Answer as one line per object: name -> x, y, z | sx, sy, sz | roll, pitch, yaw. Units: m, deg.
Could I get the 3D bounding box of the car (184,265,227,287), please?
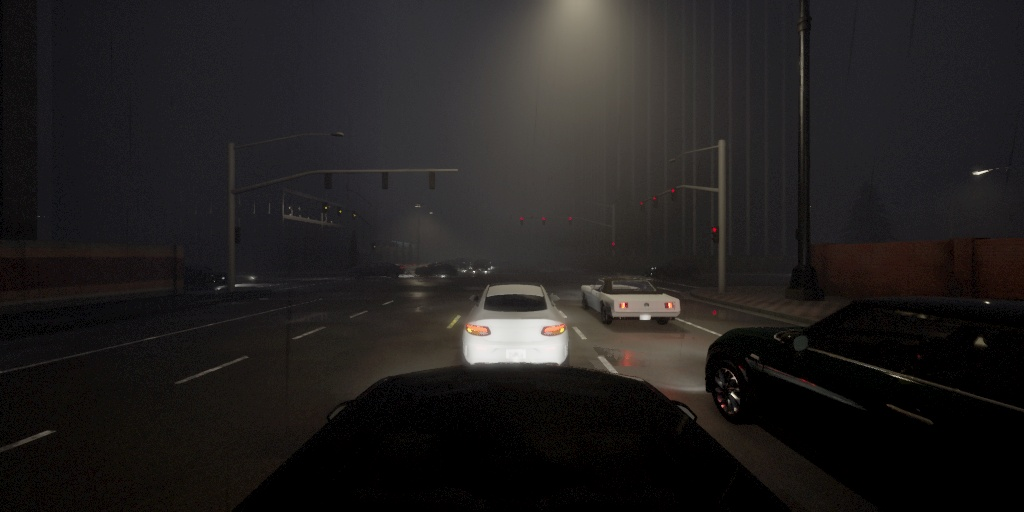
car -> -21.414, 1.314, 24.103 | 4.181, 1.385, 1.994 | 0, 0, 0

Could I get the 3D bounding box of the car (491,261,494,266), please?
car -> -4.544, 1.276, 60.561 | 1.812, 1.442, 4.674 | 0, 0, -1

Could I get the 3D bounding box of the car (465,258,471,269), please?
car -> -7.977, 1.102, 55.371 | 2.097, 1.767, 4.553 | 0, 0, -1

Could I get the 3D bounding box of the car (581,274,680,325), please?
car -> 3.565, 1.351, 11.800 | 1.895, 1.301, 4.718 | 0, 0, 0

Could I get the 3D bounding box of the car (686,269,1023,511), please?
car -> 3.600, 1.102, 2.898 | 2.097, 1.767, 4.553 | 0, 0, 0

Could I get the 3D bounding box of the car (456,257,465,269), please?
car -> -7.883, 1.241, 46.224 | 2.128, 1.511, 4.902 | 0, 0, 1

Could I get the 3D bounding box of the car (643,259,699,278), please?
car -> 13.985, 1.102, 31.564 | 4.553, 1.767, 2.097 | 0, 0, -2

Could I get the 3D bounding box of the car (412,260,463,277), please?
car -> -7.279, 1.314, 34.938 | 4.181, 1.385, 1.994 | 0, 0, -1

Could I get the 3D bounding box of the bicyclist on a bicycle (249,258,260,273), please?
bicyclist on a bicycle -> -28.401, 1.051, 39.525 | 0.582, 1.620, 1.656 | 0, 0, -1

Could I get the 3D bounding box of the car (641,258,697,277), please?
car -> 15.347, 1.104, 35.150 | 4.553, 1.767, 2.097 | 0, 0, 0

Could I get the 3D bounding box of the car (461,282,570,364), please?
car -> 0.060, 1.276, 7.583 | 1.812, 1.442, 4.674 | 0, 0, 0

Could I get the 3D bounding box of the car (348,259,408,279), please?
car -> -11.768, 1.241, 31.397 | 4.902, 1.511, 2.128 | 0, 0, -1

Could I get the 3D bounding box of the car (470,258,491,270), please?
car -> -4.405, 1.227, 51.249 | 1.882, 1.535, 5.008 | 0, 0, -1
